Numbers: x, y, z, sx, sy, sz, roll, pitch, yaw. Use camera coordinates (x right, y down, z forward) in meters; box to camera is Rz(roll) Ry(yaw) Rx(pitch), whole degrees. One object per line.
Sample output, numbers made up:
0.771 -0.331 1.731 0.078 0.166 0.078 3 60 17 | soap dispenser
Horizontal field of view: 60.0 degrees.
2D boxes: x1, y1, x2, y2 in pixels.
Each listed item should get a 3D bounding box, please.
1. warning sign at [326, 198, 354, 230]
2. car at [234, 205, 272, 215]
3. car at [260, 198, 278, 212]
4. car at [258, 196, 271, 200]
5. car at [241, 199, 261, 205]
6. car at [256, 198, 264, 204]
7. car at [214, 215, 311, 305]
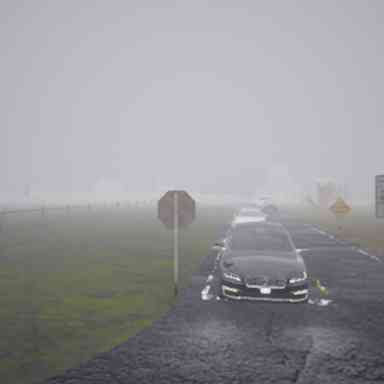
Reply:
8.899 1.294 20.052 1.300 1.860 1.060 0 0 9 | warning sign
3.465 1.695 19.658 1.812 1.442 4.674 0 -1 9 | car
10.265 1.910 44.002 1.812 1.442 4.674 0 -1 9 | car
11.886 1.705 54.413 2.150 2.045 5.566 0 -1 9 | car
5.569 1.762 33.009 1.882 1.535 5.008 0 -1 9 | car
18.266 2.373 89.630 1.801 1.575 5.366 0 -1 9 | car
1.734 1.579 8.562 1.837 1.490 4.892 0 0 9 | car
